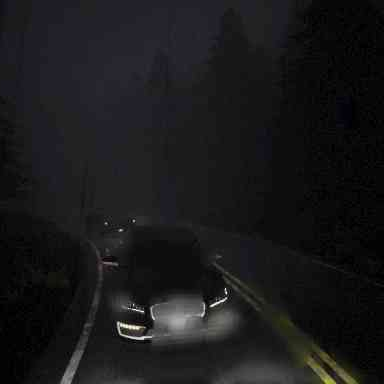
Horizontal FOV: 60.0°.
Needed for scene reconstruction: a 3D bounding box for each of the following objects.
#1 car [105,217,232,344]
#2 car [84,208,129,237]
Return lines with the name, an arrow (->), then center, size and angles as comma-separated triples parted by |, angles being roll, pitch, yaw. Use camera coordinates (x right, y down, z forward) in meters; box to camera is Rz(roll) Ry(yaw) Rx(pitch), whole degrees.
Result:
car -> -0.647, 1.495, 6.811 | 1.837, 1.490, 4.892 | -1, 0, -11
car -> -4.640, 1.612, 18.552 | 1.895, 1.301, 4.718 | -3, 1, -29
